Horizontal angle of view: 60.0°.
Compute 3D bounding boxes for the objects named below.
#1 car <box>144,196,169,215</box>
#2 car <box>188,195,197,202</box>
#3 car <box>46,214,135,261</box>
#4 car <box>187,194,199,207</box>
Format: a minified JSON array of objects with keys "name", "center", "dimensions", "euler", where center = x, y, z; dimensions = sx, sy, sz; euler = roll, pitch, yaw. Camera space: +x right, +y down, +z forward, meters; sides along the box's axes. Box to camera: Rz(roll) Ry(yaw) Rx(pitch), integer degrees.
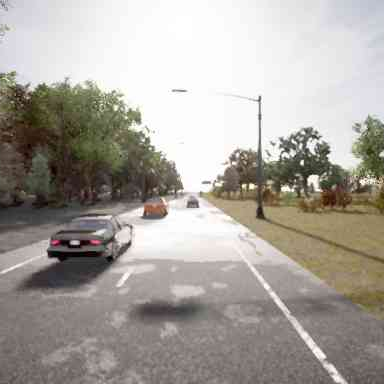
[{"name":"car","center":[-3.379,1.269,32.216],"dimensions":[2.097,1.767,4.553],"euler":[0,0,0]},{"name":"car","center":[0.051,1.317,72.828],"dimensions":[1.837,1.490,4.892],"euler":[0,0,0]},{"name":"car","center":[-3.393,1.515,12.153],"dimensions":[2.033,1.411,5.357],"euler":[0,0,0]},{"name":"car","center":[0.133,1.420,49.879],"dimensions":[2.033,1.411,5.357],"euler":[0,0,0]}]
